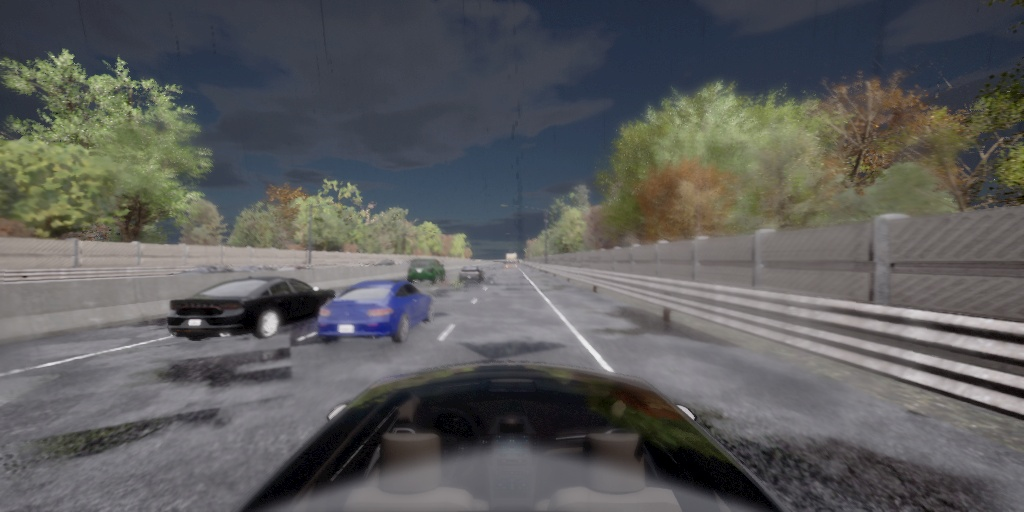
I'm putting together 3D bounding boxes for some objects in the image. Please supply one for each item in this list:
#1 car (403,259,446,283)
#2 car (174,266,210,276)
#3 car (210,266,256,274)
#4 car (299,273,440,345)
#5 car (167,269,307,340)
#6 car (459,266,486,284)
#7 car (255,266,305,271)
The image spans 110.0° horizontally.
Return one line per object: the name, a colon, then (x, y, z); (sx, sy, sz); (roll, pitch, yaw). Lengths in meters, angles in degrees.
car: (-6.908, 1.280, 29.572); (2.150, 2.045, 5.566); (0, 0, 0)
car: (-24.601, 1.541, 28.928); (2.128, 1.511, 4.902); (0, -1, 0)
car: (-21.102, 1.541, 28.951); (2.128, 1.511, 4.902); (0, -1, 0)
car: (-3.411, 1.361, 9.709); (1.812, 1.442, 4.674); (0, 0, 0)
car: (-6.909, 1.320, 10.300); (1.882, 1.535, 5.008); (0, 0, 0)
car: (-3.408, 1.569, 31.305); (2.128, 1.511, 4.902); (0, -1, 0)
car: (-17.611, 1.569, 28.428); (1.812, 1.442, 4.674); (0, -1, 0)
